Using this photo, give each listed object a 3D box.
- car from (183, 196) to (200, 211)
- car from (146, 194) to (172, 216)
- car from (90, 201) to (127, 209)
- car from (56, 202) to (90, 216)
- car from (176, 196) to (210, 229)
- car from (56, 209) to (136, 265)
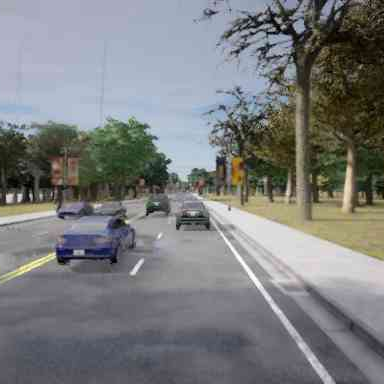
[{"bbox_3d":[-0.075,1.380,42.426,2.097,1.767,4.553,0,0,0],"label":"car"},{"bbox_3d":[-3.270,1.242,33.106,2.150,2.045,5.566,0,0,-1],"label":"car"},{"bbox_3d":[-6.601,1.524,27.539,1.837,1.490,4.892,0,-1,0],"label":"car"},{"bbox_3d":[-9.839,1.565,28.827,2.033,1.411,5.357,0,0,0],"label":"car"},{"bbox_3d":[0.050,1.362,21.878,2.097,1.767,4.553,0,0,0],"label":"car"},{"bbox_3d":[-3.166,1.530,11.606,1.812,1.442,4.674,0,0,0],"label":"car"}]
